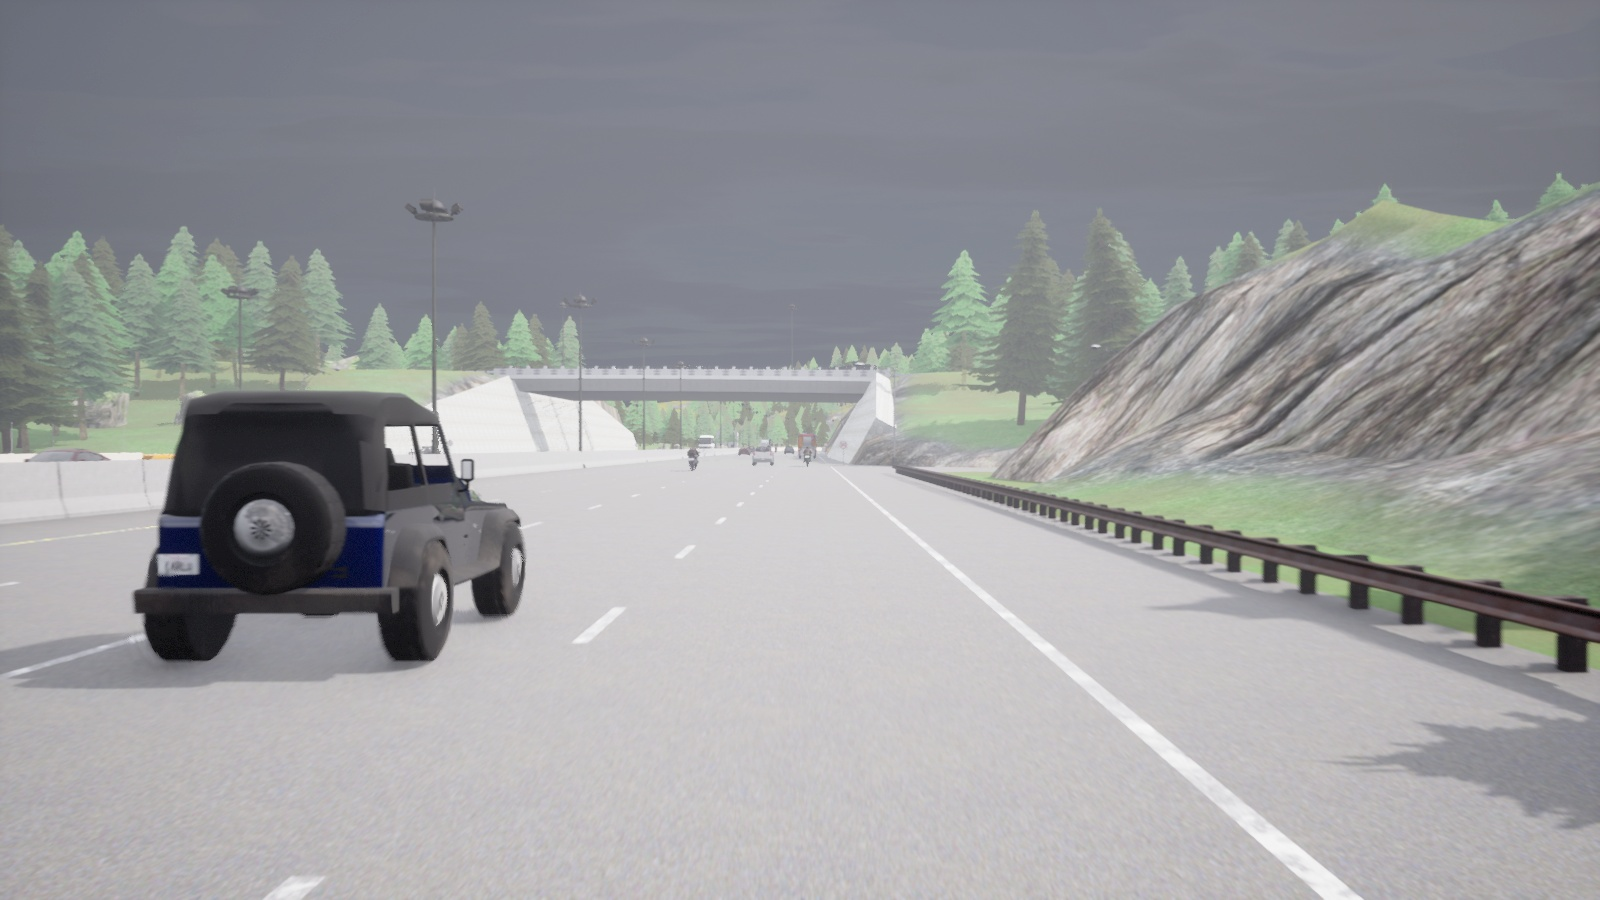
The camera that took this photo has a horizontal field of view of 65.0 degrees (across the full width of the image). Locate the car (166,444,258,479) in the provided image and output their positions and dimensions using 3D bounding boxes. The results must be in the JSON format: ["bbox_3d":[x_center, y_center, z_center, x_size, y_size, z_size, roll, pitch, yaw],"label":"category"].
[{"bbox_3d":[-27.645,0.500,59.254,1.801,1.575,5.366,0,0,0],"label":"car"}]

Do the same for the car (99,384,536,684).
[{"bbox_3d":[-3.428,0.514,9.798,1.905,1.878,3.866,0,0,0],"label":"car"}]

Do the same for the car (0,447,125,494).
[{"bbox_3d":[-24.249,0.639,41.075,1.812,1.442,4.674,0,0,0],"label":"car"}]
